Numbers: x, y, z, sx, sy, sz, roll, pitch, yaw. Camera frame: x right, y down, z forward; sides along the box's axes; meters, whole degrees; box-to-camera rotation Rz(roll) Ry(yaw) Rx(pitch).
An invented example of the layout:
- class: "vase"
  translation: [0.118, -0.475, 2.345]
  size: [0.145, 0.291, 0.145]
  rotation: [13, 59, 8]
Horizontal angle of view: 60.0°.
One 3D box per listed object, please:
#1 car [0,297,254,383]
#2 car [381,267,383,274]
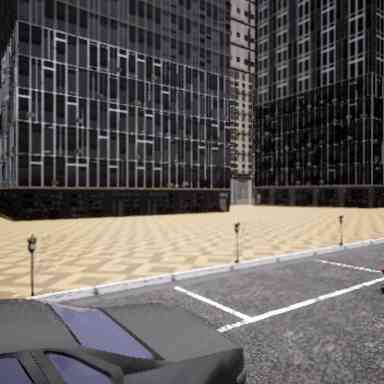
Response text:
- class: "car"
  translation: [-1.988, 1.546, 1.957]
  size: [5.357, 1.411, 2.033]
  rotation: [0, 0, -35]
- class: "car"
  translation: [6.580, 1.610, 8.056]
  size: [4.718, 1.301, 1.895]
  rotation: [0, 0, -35]
